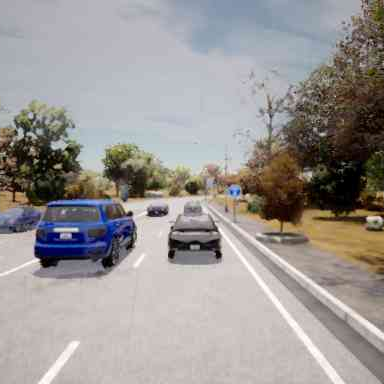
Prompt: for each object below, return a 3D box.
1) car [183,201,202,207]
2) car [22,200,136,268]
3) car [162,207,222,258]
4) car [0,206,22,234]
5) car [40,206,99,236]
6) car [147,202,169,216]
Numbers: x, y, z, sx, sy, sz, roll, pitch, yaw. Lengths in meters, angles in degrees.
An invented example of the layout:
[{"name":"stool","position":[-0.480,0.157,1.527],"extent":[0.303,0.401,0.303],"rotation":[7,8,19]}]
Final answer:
[{"name":"car","position":[0.087,1.659,33.775],"extent":[2.033,1.411,5.357],"rotation":[0,0,0]},{"name":"car","position":[-3.403,1.281,11.654],"extent":[2.150,2.045,5.566],"rotation":[0,0,0]},{"name":"car","position":[0.094,1.557,13.054],"extent":[2.128,1.511,4.902],"rotation":[0,0,0]},{"name":"car","position":[-10.615,1.616,20.259],"extent":[1.812,1.442,4.674],"rotation":[0,0,0]},{"name":"car","position":[-7.105,1.616,19.850],"extent":[1.812,1.442,4.674],"rotation":[0,0,0]},{"name":"car","position":[-3.412,1.712,34.449],"extent":[1.895,1.301,4.718],"rotation":[0,0,0]}]
